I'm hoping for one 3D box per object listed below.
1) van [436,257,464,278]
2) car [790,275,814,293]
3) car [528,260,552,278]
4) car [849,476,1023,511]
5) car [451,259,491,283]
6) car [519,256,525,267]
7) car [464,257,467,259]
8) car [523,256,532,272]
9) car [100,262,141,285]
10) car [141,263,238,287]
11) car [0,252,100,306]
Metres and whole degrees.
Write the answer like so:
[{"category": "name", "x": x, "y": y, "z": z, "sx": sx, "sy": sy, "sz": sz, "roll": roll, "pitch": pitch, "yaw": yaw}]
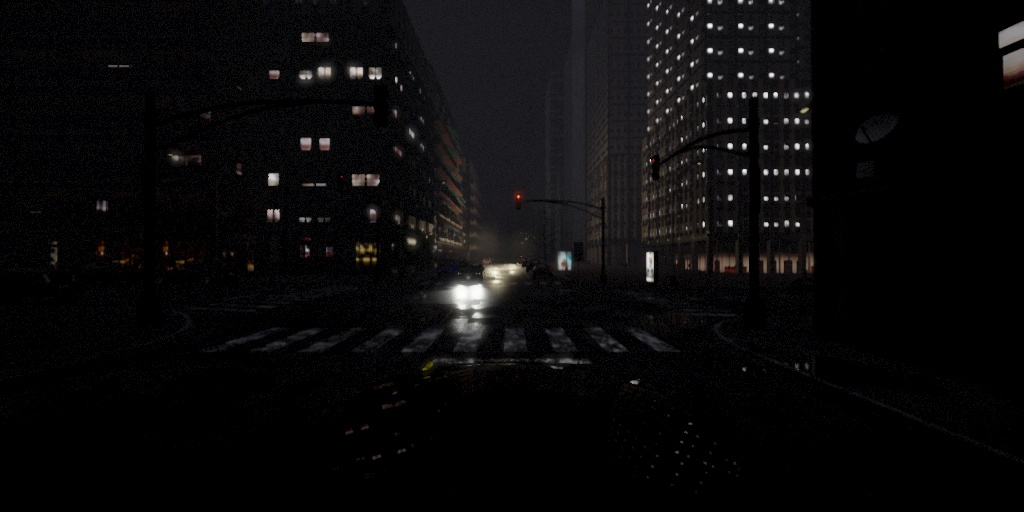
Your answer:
[{"category": "van", "x": -5.702, "y": 1.060, "z": 32.530, "sx": 1.690, "sy": 1.789, "sz": 3.998, "roll": 0, "pitch": 0, "yaw": 0}, {"category": "car", "x": 19.385, "y": 1.616, "z": 21.771, "sx": 4.403, "sy": 1.370, "sz": 2.007, "roll": 0, "pitch": 0, "yaw": 0}, {"category": "car", "x": 2.679, "y": 1.301, "z": 32.532, "sx": 1.802, "sy": 1.307, "sz": 4.207, "roll": 0, "pitch": 0, "yaw": 0}, {"category": "car", "x": 2.692, "y": 1.318, "z": 0.127, "sx": 1.948, "sy": 1.339, "sz": 4.313, "roll": 0, "pitch": 0, "yaw": 0}, {"category": "car", "x": -3.011, "y": 1.220, "z": 27.218, "sx": 2.128, "sy": 1.511, "sz": 4.902, "roll": 0, "pitch": 0, "yaw": 0}, {"category": "car", "x": 2.667, "y": 1.141, "z": 60.170, "sx": 1.967, "sy": 1.591, "sz": 4.097, "roll": 0, "pitch": 0, "yaw": 0}, {"category": "car", "x": -5.705, "y": 1.030, "z": 38.058, "sx": 2.192, "sy": 1.841, "sz": 5.009, "roll": 0, "pitch": 0, "yaw": 0}, {"category": "car", "x": 2.674, "y": 1.150, "z": 43.588, "sx": 1.967, "sy": 1.591, "sz": 4.097, "roll": 0, "pitch": 0, "yaw": 0}, {"category": "car", "x": -24.372, "y": 1.013, "z": 21.309, "sx": 4.207, "sy": 1.307, "sz": 1.802, "roll": 0, "pitch": 0, "yaw": 0}, {"category": "car", "x": -18.802, "y": 1.077, "z": 21.351, "sx": 4.313, "sy": 1.339, "sz": 1.948, "roll": 0, "pitch": 0, "yaw": 0}, {"category": "car", "x": -18.777, "y": 0.768, "z": 12.970, "sx": 5.009, "sy": 1.841, "sz": 2.192, "roll": 0, "pitch": 0, "yaw": 0}]
